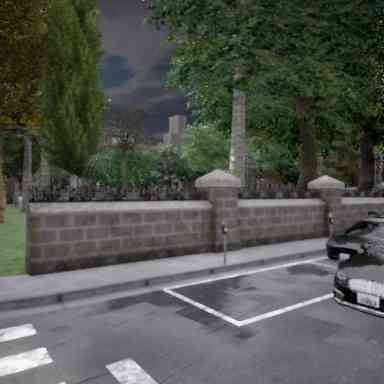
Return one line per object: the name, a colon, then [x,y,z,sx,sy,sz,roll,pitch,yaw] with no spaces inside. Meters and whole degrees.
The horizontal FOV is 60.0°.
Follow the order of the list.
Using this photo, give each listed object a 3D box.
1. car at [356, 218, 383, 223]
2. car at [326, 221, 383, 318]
car: [6.409,1.590,11.335,4.313,1.339,1.947,0,0,-36]
car: [4.878,1.507,6.852,4.902,1.511,2.128,0,0,-35]
